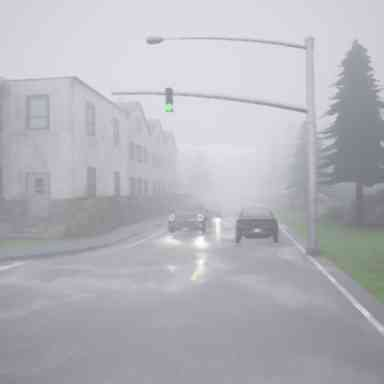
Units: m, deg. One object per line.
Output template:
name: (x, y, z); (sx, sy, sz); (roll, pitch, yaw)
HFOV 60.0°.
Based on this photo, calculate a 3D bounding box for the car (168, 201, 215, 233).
car: (-0.031, 1.394, 20.084); (2.097, 1.767, 4.553); (-1, 0, 9)

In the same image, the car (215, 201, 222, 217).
car: (1.797, 1.559, 31.517); (1.812, 1.442, 4.674); (-1, 0, 9)

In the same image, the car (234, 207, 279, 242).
car: (3.119, 1.457, 16.371); (1.882, 1.535, 5.008); (-1, 0, 9)
